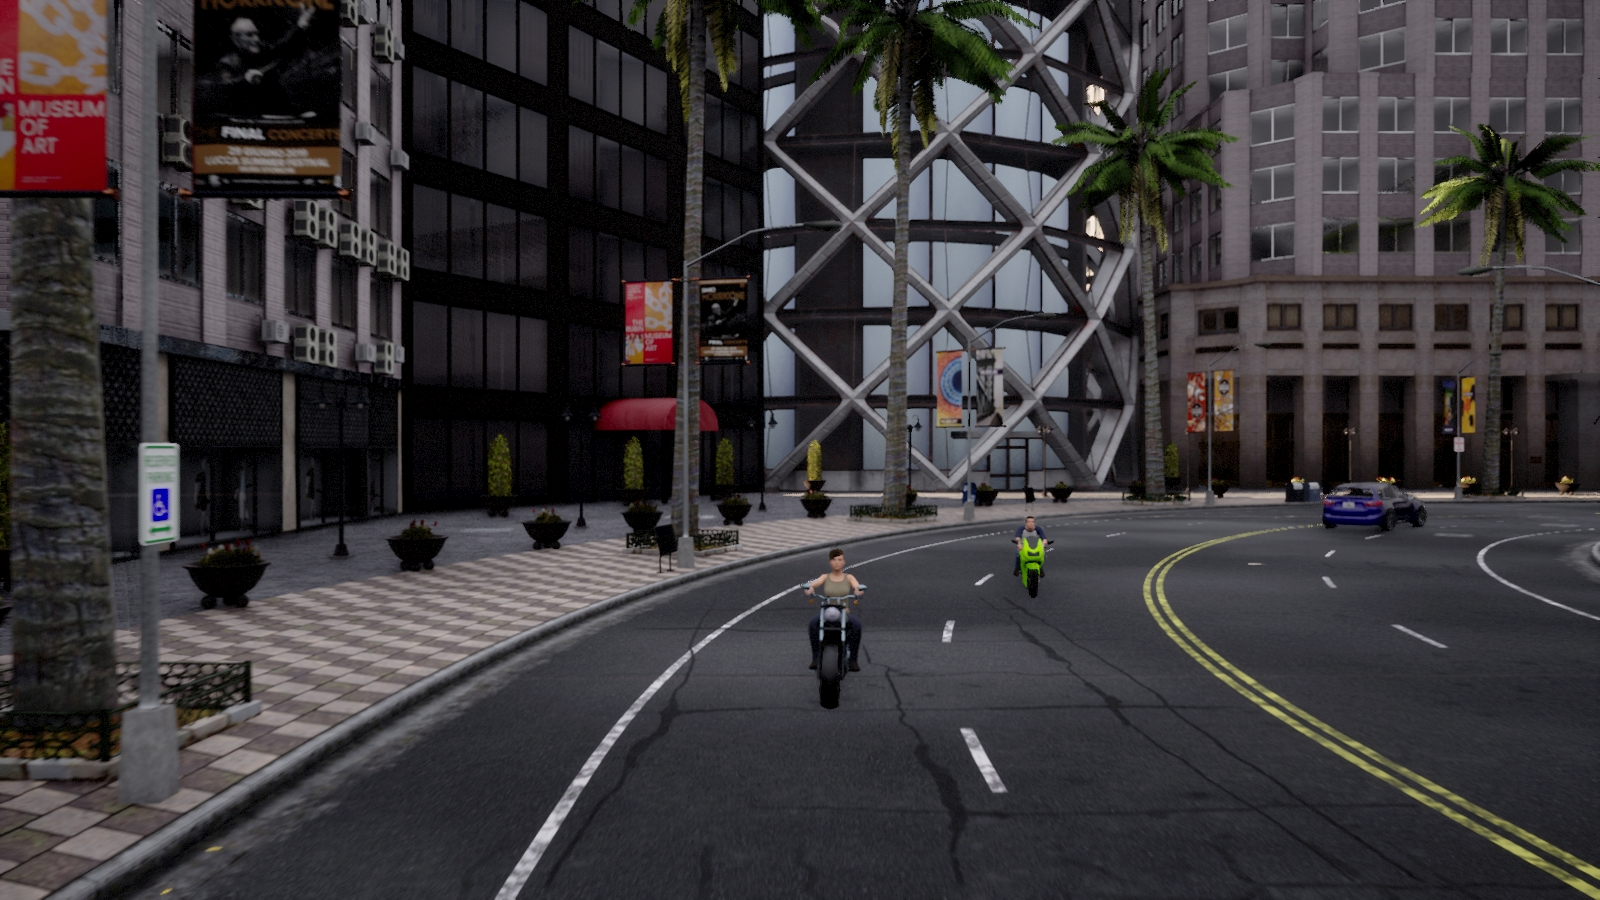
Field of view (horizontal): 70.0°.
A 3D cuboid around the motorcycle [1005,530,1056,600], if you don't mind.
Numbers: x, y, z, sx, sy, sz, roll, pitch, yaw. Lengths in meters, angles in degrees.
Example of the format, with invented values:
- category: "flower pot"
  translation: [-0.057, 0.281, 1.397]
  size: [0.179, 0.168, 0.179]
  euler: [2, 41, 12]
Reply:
- category: "motorcycle"
  translation: [4.466, 2.216, 22.287]
  size: [0.803, 1.145, 2.033]
  euler: [0, 0, 6]

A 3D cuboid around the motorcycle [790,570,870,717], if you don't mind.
- category: "motorcycle"
  translation: [0.390, 2.172, 13.275]
  size: [0.764, 1.277, 2.356]
  euler: [1, 0, 5]

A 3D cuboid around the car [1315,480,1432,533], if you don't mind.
- category: "car"
  translation: [20.657, 1.974, 41.078]
  size: [4.611, 1.667, 2.242]
  euler: [0, 0, -43]
